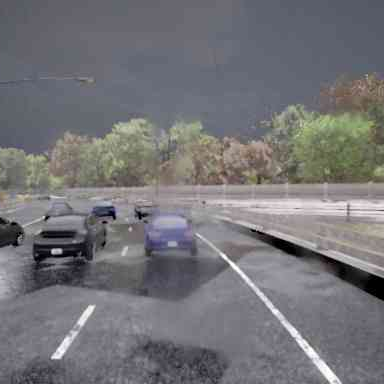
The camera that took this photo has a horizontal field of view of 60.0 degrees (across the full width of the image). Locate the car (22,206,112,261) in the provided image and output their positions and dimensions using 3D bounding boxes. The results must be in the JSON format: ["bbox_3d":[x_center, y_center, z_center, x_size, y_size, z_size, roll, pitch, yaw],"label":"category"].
[{"bbox_3d":[-4.342,1.515,12.385,1.837,1.490,4.892,0,1,-7],"label":"car"}]

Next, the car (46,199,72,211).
[{"bbox_3d":[-10.939,1.587,27.696,1.994,1.385,4.181,0,0,-15],"label":"car"}]

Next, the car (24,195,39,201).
[{"bbox_3d":[-40.261,1.442,81.460,5.008,1.535,1.882,0,0,40],"label":"car"}]

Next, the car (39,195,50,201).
[{"bbox_3d":[-37.507,1.464,83.771,4.892,1.490,1.837,0,0,40],"label":"car"}]

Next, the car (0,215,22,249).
[{"bbox_3d":[-7.850,1.531,12.228,1.837,1.490,4.892,0,0,-7],"label":"car"}]

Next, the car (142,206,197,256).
[{"bbox_3d":[-0.903,1.517,13.039,1.812,1.442,4.674,0,0,-7],"label":"car"}]

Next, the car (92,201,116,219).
[{"bbox_3d":[-7.735,1.485,29.225,1.882,1.535,5.008,0,0,-15],"label":"car"}]

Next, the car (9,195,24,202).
[{"bbox_3d":[-42.588,1.457,78.845,5.008,1.535,1.882,0,0,40],"label":"car"}]

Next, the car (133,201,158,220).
[{"bbox_3d":[-3.887,1.482,28.401,2.128,1.511,4.902,0,0,-15],"label":"car"}]
